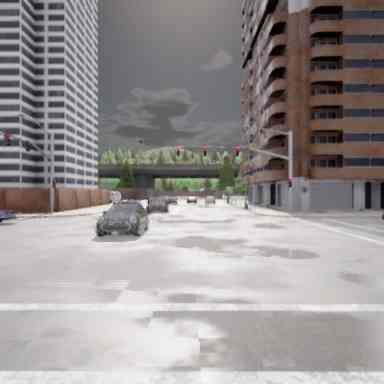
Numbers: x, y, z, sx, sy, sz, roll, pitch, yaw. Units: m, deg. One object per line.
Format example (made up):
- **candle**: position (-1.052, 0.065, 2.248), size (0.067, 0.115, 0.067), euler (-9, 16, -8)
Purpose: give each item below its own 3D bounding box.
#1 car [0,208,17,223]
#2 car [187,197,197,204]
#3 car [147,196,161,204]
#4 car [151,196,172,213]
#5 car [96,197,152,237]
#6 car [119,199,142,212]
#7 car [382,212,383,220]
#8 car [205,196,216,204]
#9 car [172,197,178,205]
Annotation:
- **car**: position (-15.047, 1.538, 22.936), size (5.357, 1.411, 2.033), euler (0, 0, 1)
- **car**: position (-0.025, 1.540, 63.366), size (1.994, 1.385, 4.181), euler (0, 0, 0)
- **car**: position (-7.036, 1.524, 62.124), size (2.033, 1.411, 5.357), euler (0, 0, 0)
- **car**: position (-3.610, 1.338, 36.264), size (2.097, 1.767, 4.553), euler (0, 0, 0)
- **car**: position (-3.608, 1.345, 17.874), size (2.097, 1.767, 4.553), euler (0, 0, 0)
- **car**: position (-7.109, 1.549, 38.869), size (1.994, 1.385, 4.181), euler (0, 0, 0)
- **car**: position (16.005, 1.496, 23.337), size (4.892, 1.490, 1.837), euler (0, 0, 0)
- **car**: position (3.475, 1.502, 63.369), size (1.812, 1.442, 4.674), euler (0, 0, 0)
- **car**: position (-3.560, 1.525, 59.400), size (2.033, 1.411, 5.357), euler (0, 0, 1)
